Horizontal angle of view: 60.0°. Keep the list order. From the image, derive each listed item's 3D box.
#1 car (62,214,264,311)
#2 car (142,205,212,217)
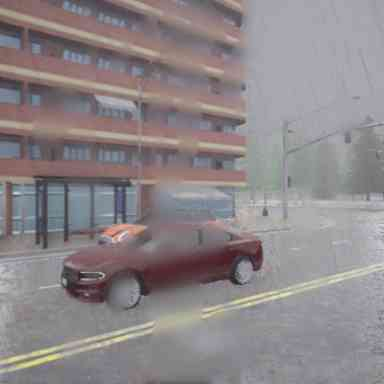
[{"bbox_3d":[-0.452,1.486,7.955,5.008,1.535,1.882,0,0,-35],"label":"car"},{"bbox_3d":[-0.987,1.364,11.866,4.553,1.767,2.097,0,0,-35],"label":"car"}]
